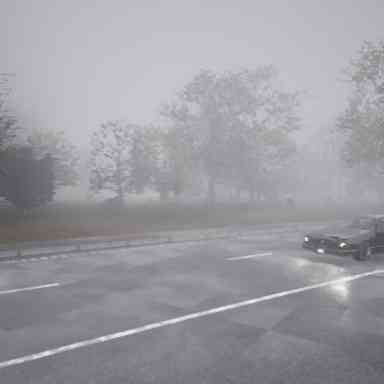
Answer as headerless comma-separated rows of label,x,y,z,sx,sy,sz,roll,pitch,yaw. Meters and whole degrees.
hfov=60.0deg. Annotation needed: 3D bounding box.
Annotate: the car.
car,6.464,1.521,12.125,5.357,1.411,2.033,0,0,-30
